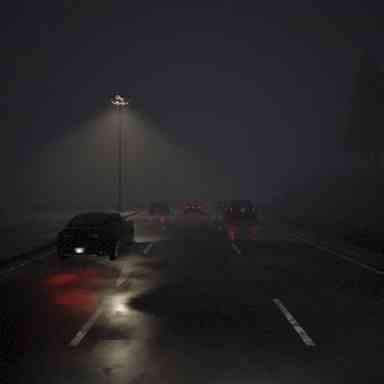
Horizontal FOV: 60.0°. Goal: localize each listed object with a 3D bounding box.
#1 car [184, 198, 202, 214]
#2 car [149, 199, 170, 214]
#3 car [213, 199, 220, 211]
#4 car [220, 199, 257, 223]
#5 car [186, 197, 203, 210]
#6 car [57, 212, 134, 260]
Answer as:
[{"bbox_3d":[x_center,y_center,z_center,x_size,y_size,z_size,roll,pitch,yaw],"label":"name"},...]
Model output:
[{"bbox_3d":[0.111,1.547,34.842,2.033,1.411,5.357,0,0,0],"label":"car"},{"bbox_3d":[-3.387,1.489,35.164,2.128,1.511,4.902,0,0,0],"label":"car"},{"bbox_3d":[3.714,1.564,40.895,1.994,1.385,4.181,0,0,1],"label":"car"},{"bbox_3d":[3.604,1.353,25.814,2.097,1.767,4.553,0,0,0],"label":"car"},{"bbox_3d":[0.372,1.492,44.590,2.128,1.511,4.902,0,0,3],"label":"car"},{"bbox_3d":[-3.399,1.505,12.470,1.837,1.490,4.892,0,0,0],"label":"car"}]
